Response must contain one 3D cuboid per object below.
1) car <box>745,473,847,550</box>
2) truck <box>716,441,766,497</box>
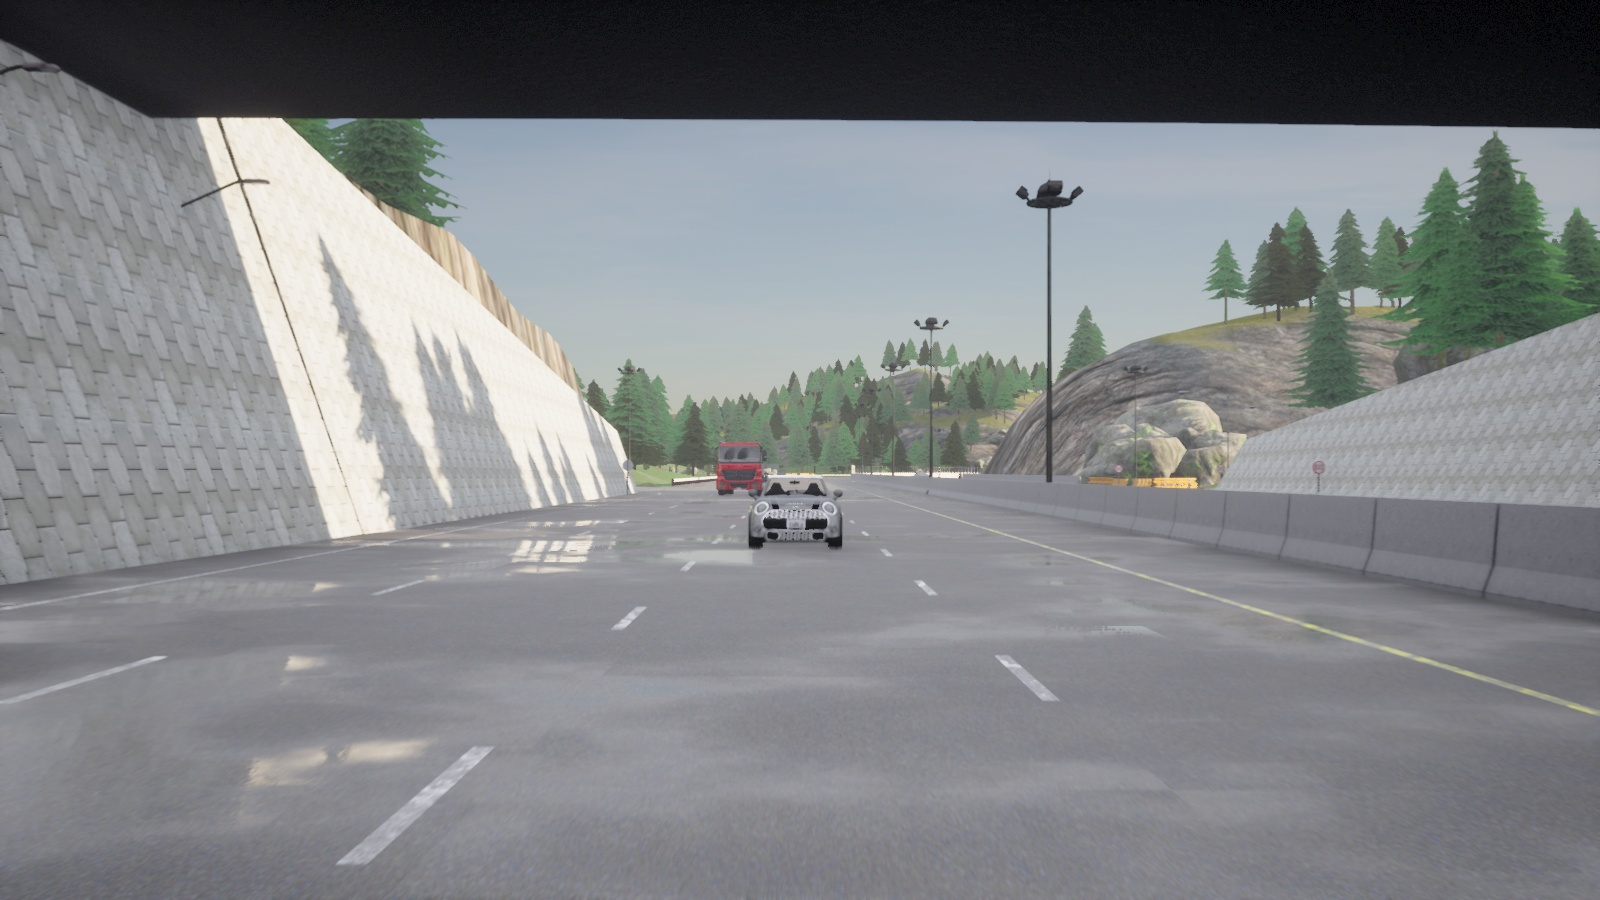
[{"bbox_3d":[-0.084,1.216,26.035,1.970,1.475,3.806,0,-1,0],"label":"car"},{"bbox_3d":[-3.784,1.218,81.850,2.891,3.462,7.936,0,-1,0],"label":"truck"}]
